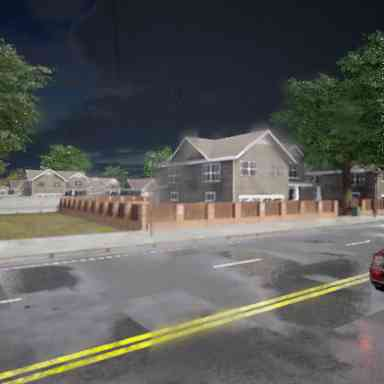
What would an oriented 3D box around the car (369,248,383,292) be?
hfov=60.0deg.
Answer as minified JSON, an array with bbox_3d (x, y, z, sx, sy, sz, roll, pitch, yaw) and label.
[{"bbox_3d":[5.898,1.547,7.682,4.674,1.442,1.812,0,0,-35],"label":"car"}]
